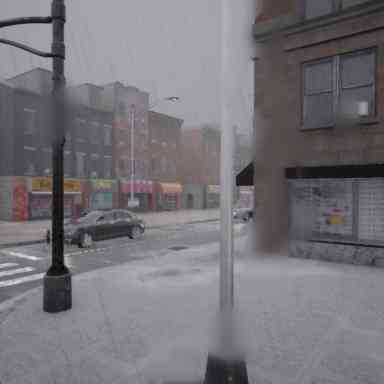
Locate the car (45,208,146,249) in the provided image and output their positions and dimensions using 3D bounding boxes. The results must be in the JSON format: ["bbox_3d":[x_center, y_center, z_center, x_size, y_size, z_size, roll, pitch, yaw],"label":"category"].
[{"bbox_3d":[-4.149,1.534,15.019,1.837,1.490,4.892,0,0,34],"label":"car"}]

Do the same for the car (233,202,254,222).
[{"bbox_3d":[4.389,1.569,27.084,2.128,1.511,4.902,0,0,36],"label":"car"}]
